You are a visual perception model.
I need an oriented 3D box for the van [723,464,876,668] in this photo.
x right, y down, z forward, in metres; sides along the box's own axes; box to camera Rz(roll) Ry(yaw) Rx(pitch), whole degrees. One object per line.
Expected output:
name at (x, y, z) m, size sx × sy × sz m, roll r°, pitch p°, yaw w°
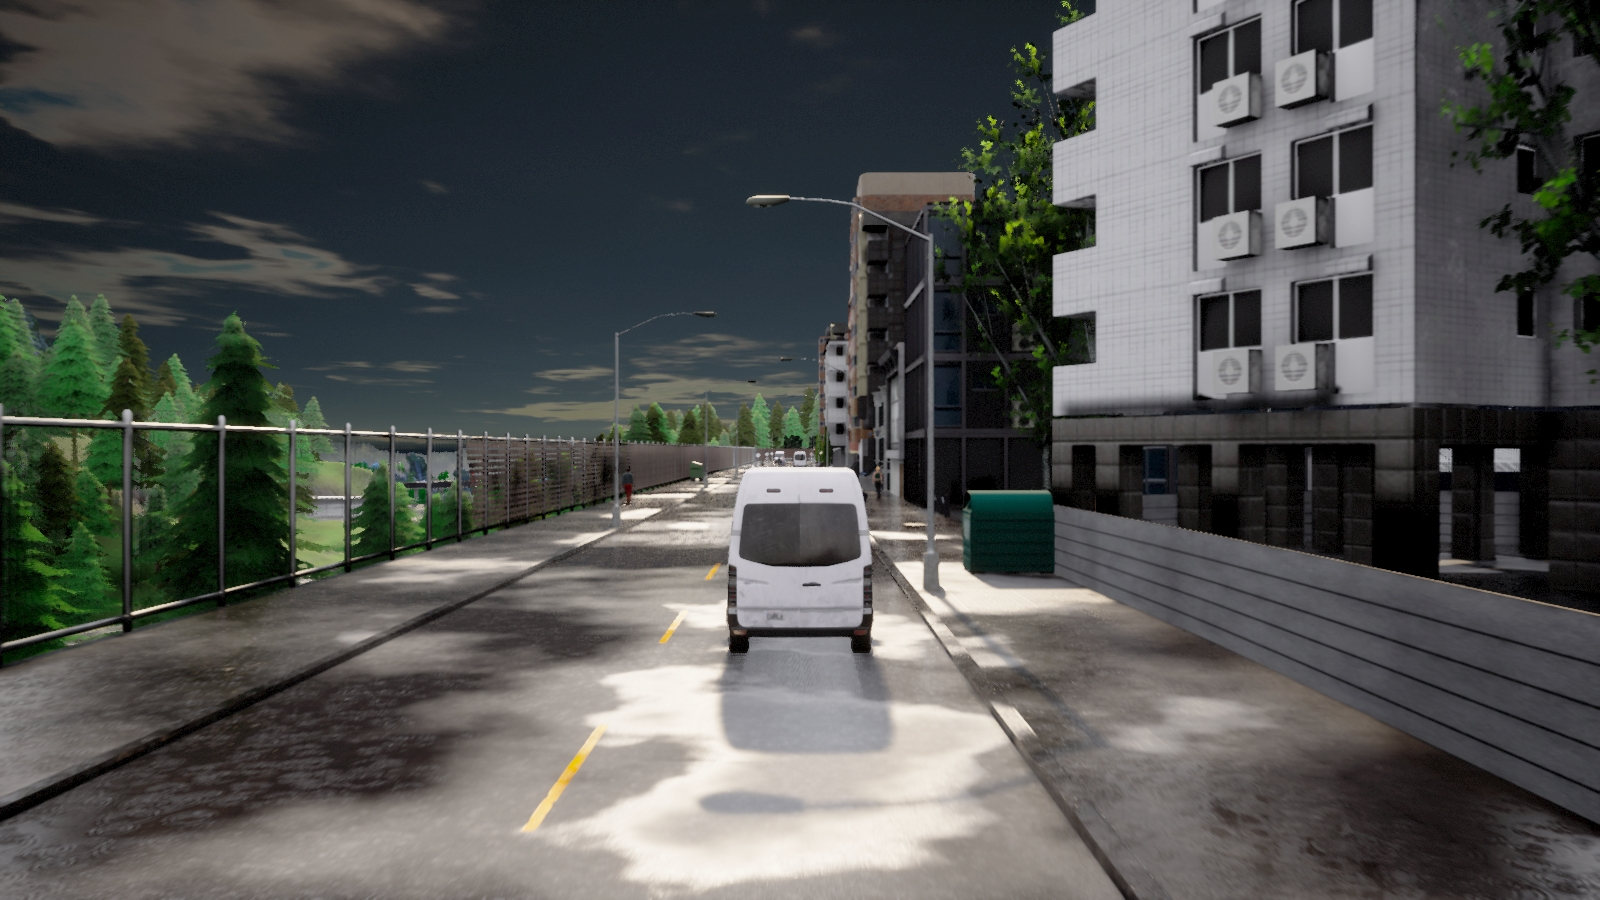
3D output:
van at (-0.005, 1.534, 17.739) m, size 1.988 × 2.561 × 5.915 m, roll 0°, pitch 0°, yaw 0°

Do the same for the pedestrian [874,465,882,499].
pedestrian at (4.262, 1.744, 62.274) m, size 0.375 × 1.860 × 0.375 m, roll 0°, pitch 0°, yaw -3°

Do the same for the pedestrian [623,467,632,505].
pedestrian at (-8.424, 1.745, 55.768) m, size 0.375 × 1.860 × 0.375 m, roll 0°, pitch 0°, yaw 1°
